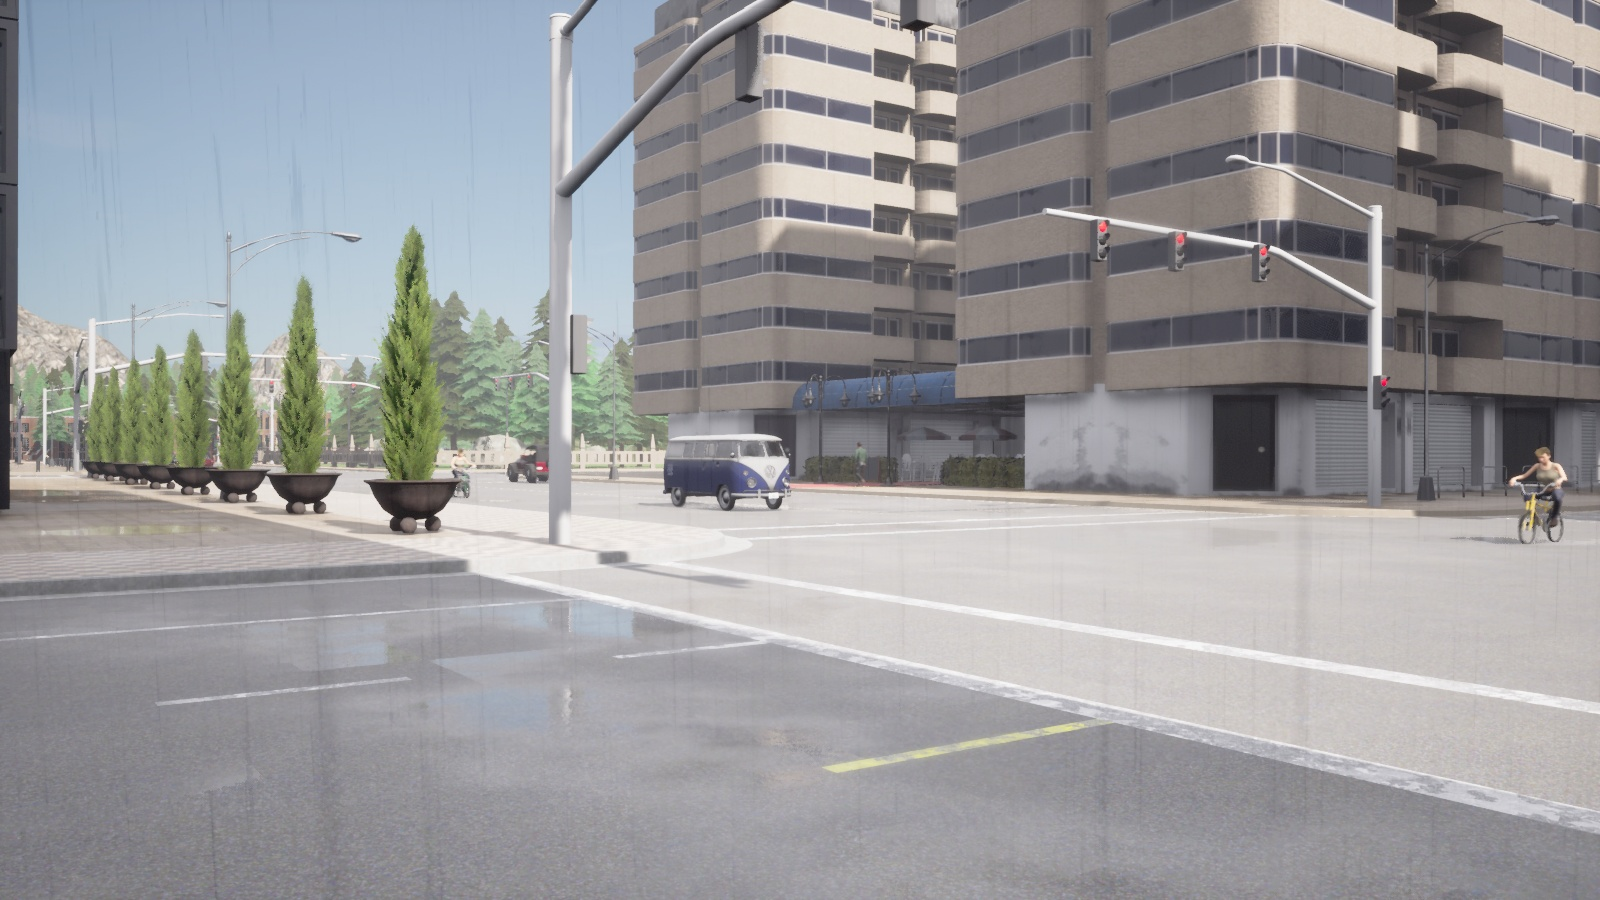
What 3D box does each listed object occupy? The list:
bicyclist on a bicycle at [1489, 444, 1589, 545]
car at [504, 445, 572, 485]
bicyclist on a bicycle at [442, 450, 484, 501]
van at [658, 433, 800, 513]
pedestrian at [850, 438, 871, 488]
[{"bbox_3d":[12.273,0.706,20.852,1.509,1.612,0.866,0,0,-35],"label":"bicyclist on a bicycle"},{"bbox_3d":[-12.978,0.720,62.068,1.905,1.878,3.866,0,0,-35],"label":"car"},{"bbox_3d":[-10.874,0.803,40.484,0.866,1.612,1.509,0,0,-35],"label":"bicyclist on a bicycle"},{"bbox_3d":[-1.986,0.584,33.753,1.775,1.987,4.442,0,0,-35],"label":"van"},{"bbox_3d":[2.383,0.503,49.857,0.423,1.949,0.788,0,0,-37],"label":"pedestrian"}]
